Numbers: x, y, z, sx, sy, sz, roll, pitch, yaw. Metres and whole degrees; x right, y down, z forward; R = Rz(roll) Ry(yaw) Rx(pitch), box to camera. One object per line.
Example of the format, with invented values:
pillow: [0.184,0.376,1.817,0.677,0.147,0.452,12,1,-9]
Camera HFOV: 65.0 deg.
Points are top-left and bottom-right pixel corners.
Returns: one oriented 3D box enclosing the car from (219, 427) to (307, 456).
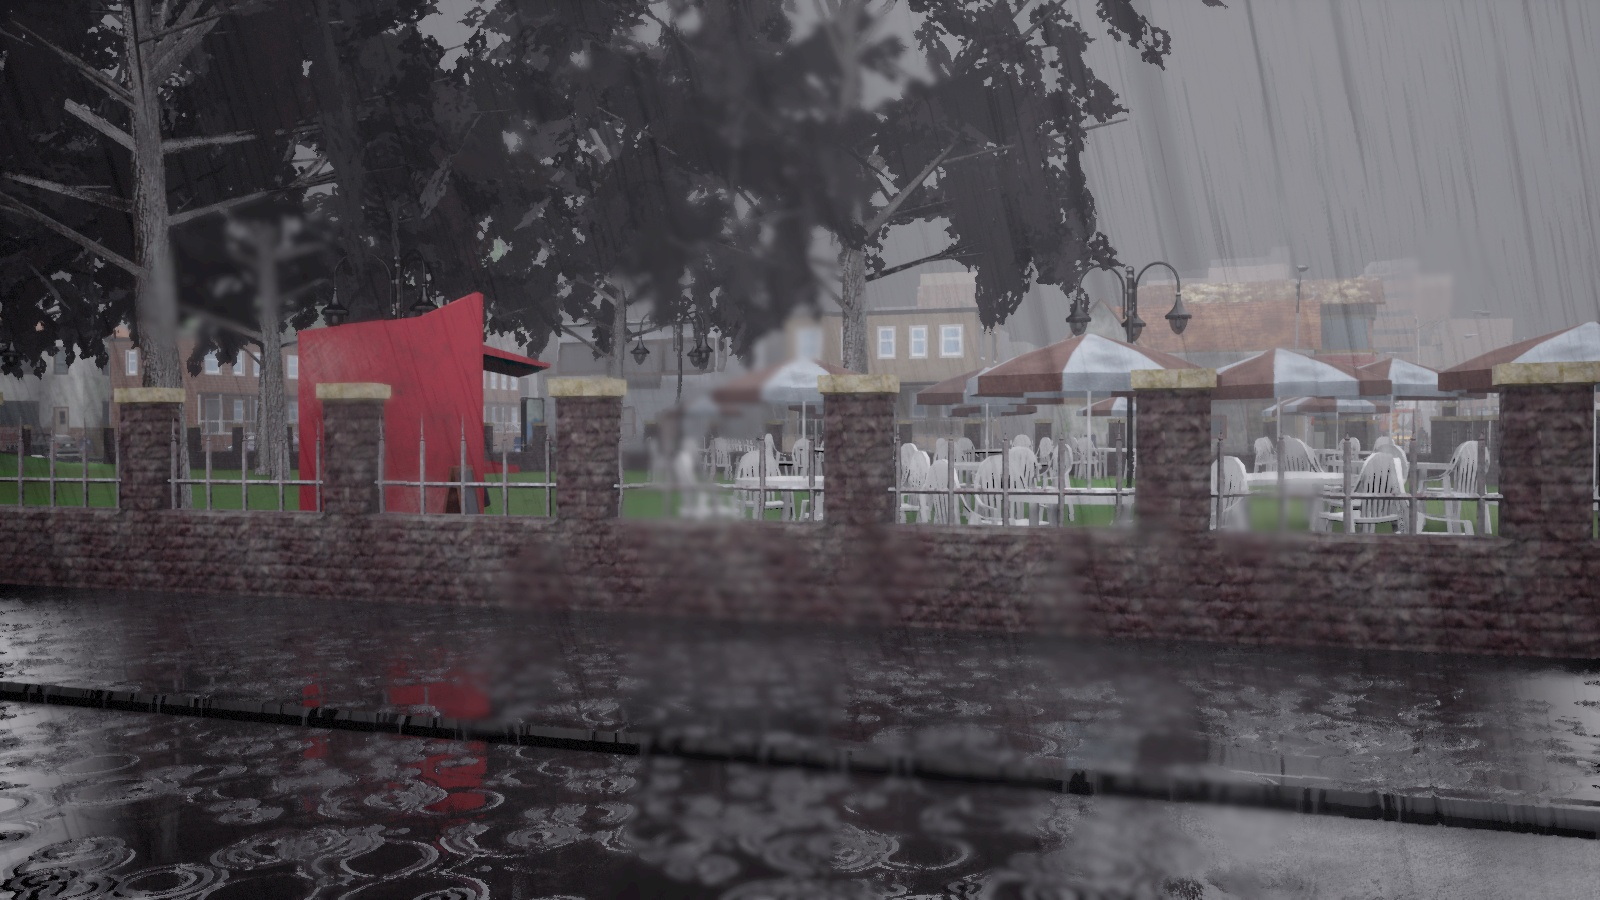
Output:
car: [-31.407,-0.540,73.599,2.033,1.649,4.856,1,1,19]

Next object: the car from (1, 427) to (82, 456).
car: [-42.262,-0.474,69.977,3.705,1.549,1.789,1,1,17]
